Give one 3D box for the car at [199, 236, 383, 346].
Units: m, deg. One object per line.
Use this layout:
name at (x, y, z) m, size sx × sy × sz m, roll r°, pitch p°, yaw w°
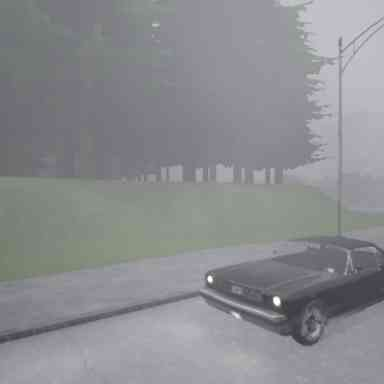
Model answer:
car at (2.460, 1.600, 6.482) m, size 4.718 × 1.301 × 1.895 m, roll 0°, pitch 0°, yaw -37°
